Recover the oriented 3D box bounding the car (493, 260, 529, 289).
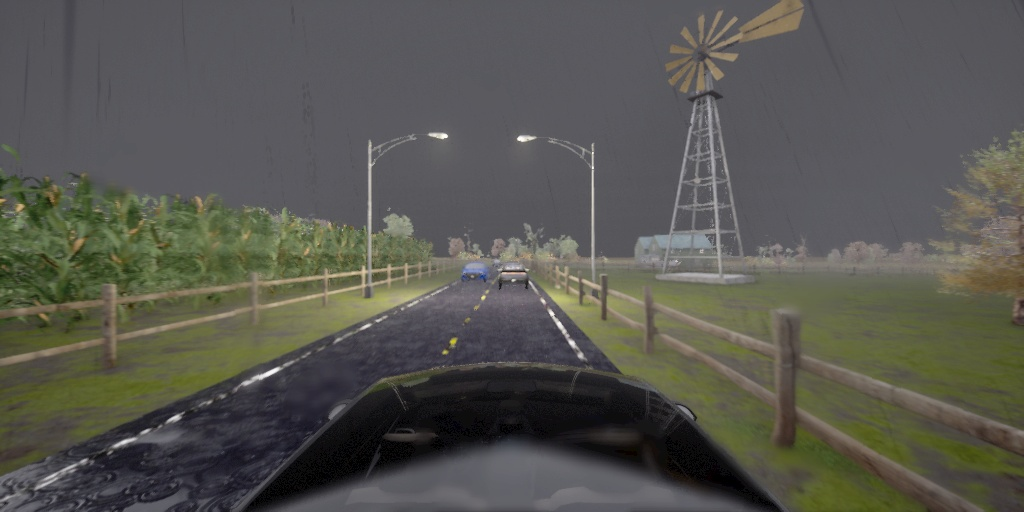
[{"bbox_3d":[0.090,1.235,23.265,2.128,1.511,4.902,0,0,0],"label":"car"}]

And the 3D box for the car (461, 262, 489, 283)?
[{"bbox_3d":[-2.869,1.222,28.520,1.882,1.535,5.008,0,0,0],"label":"car"}]
